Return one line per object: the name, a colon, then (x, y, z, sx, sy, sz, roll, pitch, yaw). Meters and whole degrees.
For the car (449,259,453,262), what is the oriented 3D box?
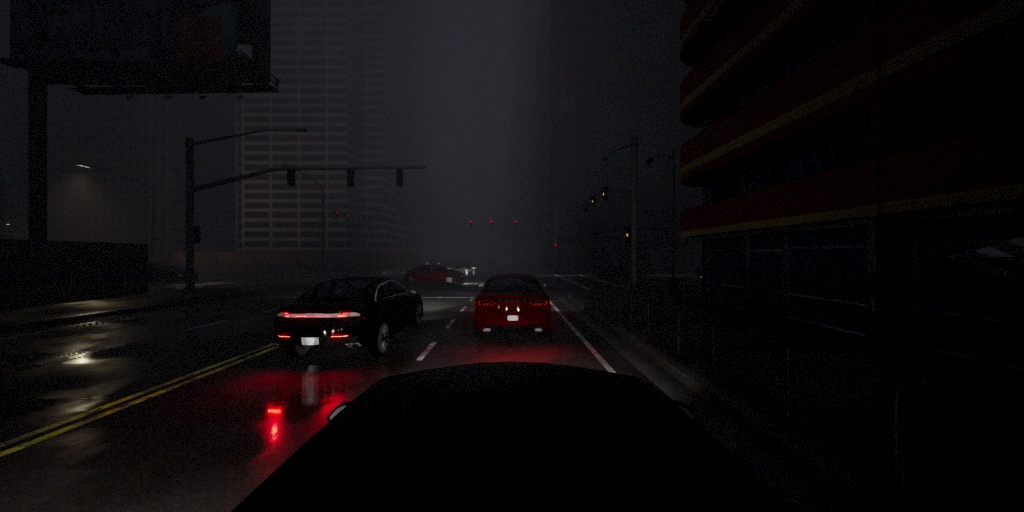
car: (-11.011, 1.297, 61.904, 2.033, 1.411, 5.357, 0, 0, 0)

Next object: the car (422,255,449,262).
car: (-10.963, 1.102, 51.705, 2.097, 1.767, 4.553, 0, 0, 0)

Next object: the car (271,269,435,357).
car: (-3.476, 1.242, 8.552, 2.128, 1.511, 4.902, 0, 0, -1)

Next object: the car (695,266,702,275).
car: (21.452, 1.228, 36.698, 5.008, 1.535, 1.882, 0, 0, 0)

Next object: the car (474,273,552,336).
car: (0.012, 1.228, 10.440, 1.882, 1.535, 5.008, 0, 0, 0)

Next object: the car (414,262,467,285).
car: (-5.639, 1.314, 25.988, 4.181, 1.385, 1.994, 0, 0, 0)

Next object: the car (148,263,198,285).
car: (-25.697, 1.227, 25.946, 5.008, 1.535, 1.882, 0, 0, 0)

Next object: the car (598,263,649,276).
car: (11.326, 1.351, 36.748, 4.718, 1.301, 1.895, 0, 0, 2)

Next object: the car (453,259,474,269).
car: (-7.489, 1.255, 55.614, 1.837, 1.490, 4.892, 0, 0, 0)
